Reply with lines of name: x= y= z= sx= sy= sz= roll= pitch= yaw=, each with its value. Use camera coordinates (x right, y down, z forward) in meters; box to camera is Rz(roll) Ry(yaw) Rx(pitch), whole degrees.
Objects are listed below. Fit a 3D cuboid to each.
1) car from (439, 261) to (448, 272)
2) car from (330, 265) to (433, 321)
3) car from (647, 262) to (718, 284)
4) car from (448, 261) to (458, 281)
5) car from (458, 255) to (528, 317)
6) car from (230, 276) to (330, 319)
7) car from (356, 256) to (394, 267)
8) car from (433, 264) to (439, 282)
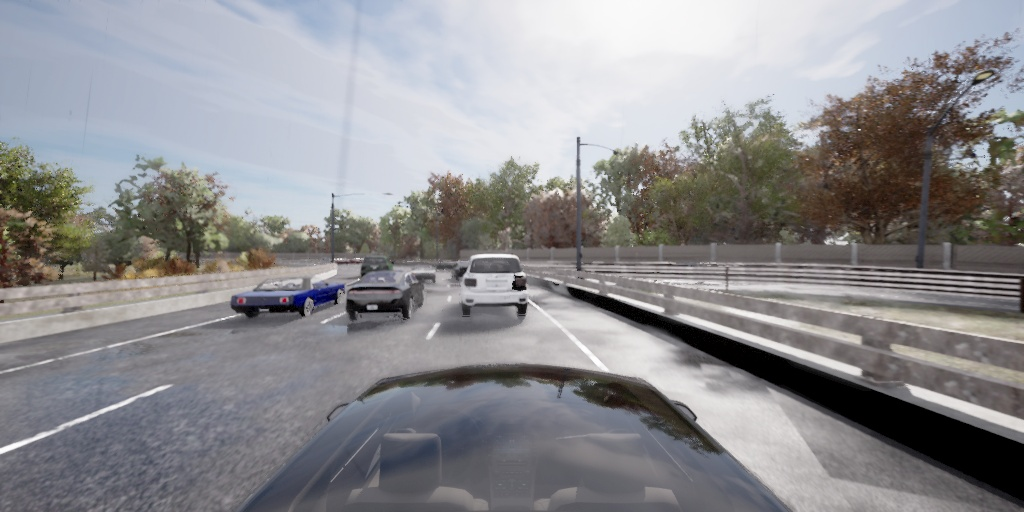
car: x=-8.486 y=1.324 z=46.773 sx=1.895 sy=1.301 sz=4.718 roll=0 pitch=0 yaw=-39
car: x=-4.226 y=1.256 z=12.596 sx=2.128 sy=1.511 sz=4.902 roll=0 pitch=0 yaw=-6
car: x=12.277 y=1.138 z=26.036 sx=4.674 sy=1.442 sz=1.812 roll=1 pitch=1 yaw=36
car: x=-4.097 y=1.268 z=30.660 sx=1.837 sy=1.490 sz=4.892 roll=0 pitch=0 yaw=-15
car: x=-0.768 y=0.974 z=13.488 sx=2.150 sy=2.045 sz=5.566 roll=0 pitch=0 yaw=-6
car: x=-7.743 y=1.377 z=13.052 sx=1.895 sy=1.301 sz=4.718 roll=0 pitch=0 yaw=-7
car: x=-10.837 y=1.009 z=28.976 sx=2.150 sy=2.045 sz=5.566 roll=0 pitch=0 yaw=-15
car: x=-7.145 y=1.376 z=28.725 sx=1.895 sy=1.301 sz=4.718 roll=0 pitch=0 yaw=-15
